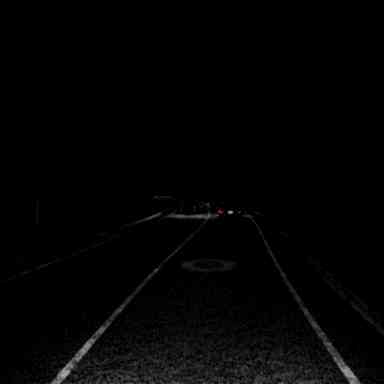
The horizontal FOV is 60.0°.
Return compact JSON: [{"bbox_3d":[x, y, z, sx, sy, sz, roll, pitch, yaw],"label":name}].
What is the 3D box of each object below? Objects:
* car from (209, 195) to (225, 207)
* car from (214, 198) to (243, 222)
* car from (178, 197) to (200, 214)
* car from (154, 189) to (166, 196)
[{"bbox_3d":[3.354,1.163,42.938,2.128,1.511,4.902,1,1,-3],"label":"car"},{"bbox_3d":[2.935,1.432,25.599,2.033,1.411,5.357,0,1,6],"label":"car"},{"bbox_3d":[-0.280,1.279,32.627,1.882,1.535,5.008,0,1,2],"label":"car"},{"bbox_3d":[-7.170,0.078,73.167,1.812,1.442,4.674,1,2,-21],"label":"car"}]
